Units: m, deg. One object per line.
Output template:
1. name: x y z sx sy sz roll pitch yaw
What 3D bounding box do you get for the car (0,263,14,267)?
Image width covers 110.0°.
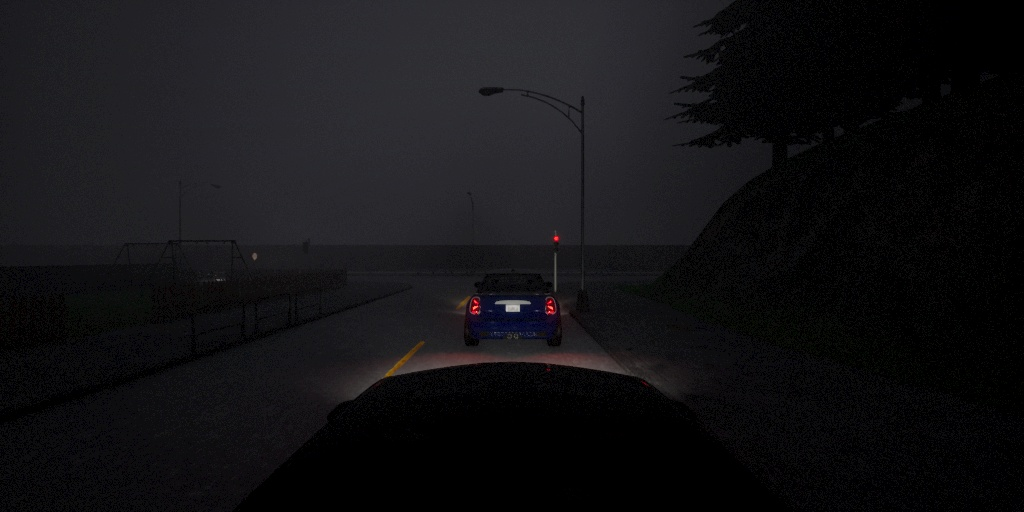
1. car: -48.578 1.351 33.476 4.718 1.301 1.895 0 0 1

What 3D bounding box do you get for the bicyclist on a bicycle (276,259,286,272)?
1. bicyclist on a bicycle: -24.264 1.098 37.725 0.582 1.620 1.656 0 0 0

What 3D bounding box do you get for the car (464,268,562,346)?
1. car: 0.036 1.102 9.537 2.097 1.767 4.553 0 0 0

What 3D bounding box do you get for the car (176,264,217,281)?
1. car: -26.784 1.313 29.328 4.181 1.385 1.994 0 0 0
